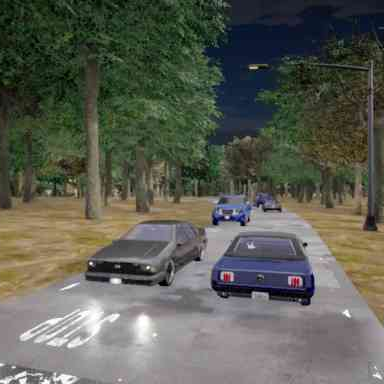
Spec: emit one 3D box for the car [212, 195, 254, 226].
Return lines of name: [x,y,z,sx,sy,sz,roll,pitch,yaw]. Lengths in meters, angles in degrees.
car: [2.886,1.229,23.372,2.150,2.045,5.566,0,0,15]

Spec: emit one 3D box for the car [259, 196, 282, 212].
car: [9.019,1.534,37.776,1.994,1.385,4.181,0,0,8]

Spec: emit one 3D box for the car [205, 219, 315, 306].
car: [1.858,1.603,8.168,1.895,1.301,4.718,0,0,16]

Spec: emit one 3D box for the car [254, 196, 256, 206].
car: [6.620,1.497,42.495,2.033,1.411,5.357,0,0,7]

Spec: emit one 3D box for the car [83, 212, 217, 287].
car: [-0.914,1.551,9.786,2.033,1.411,5.357,0,0,16]

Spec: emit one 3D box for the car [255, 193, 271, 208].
car: [10.122,1.141,47.725,2.150,2.045,5.566,0,0,3]
